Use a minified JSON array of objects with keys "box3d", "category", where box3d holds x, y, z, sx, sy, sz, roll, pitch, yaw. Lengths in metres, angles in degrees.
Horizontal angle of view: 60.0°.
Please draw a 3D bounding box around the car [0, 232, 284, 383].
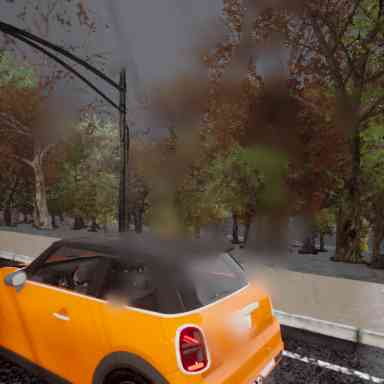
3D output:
[{"box3d":[-1.208,1.351,4.558,4.553,1.767,2.097,0,0,36],"category":"car"}]
